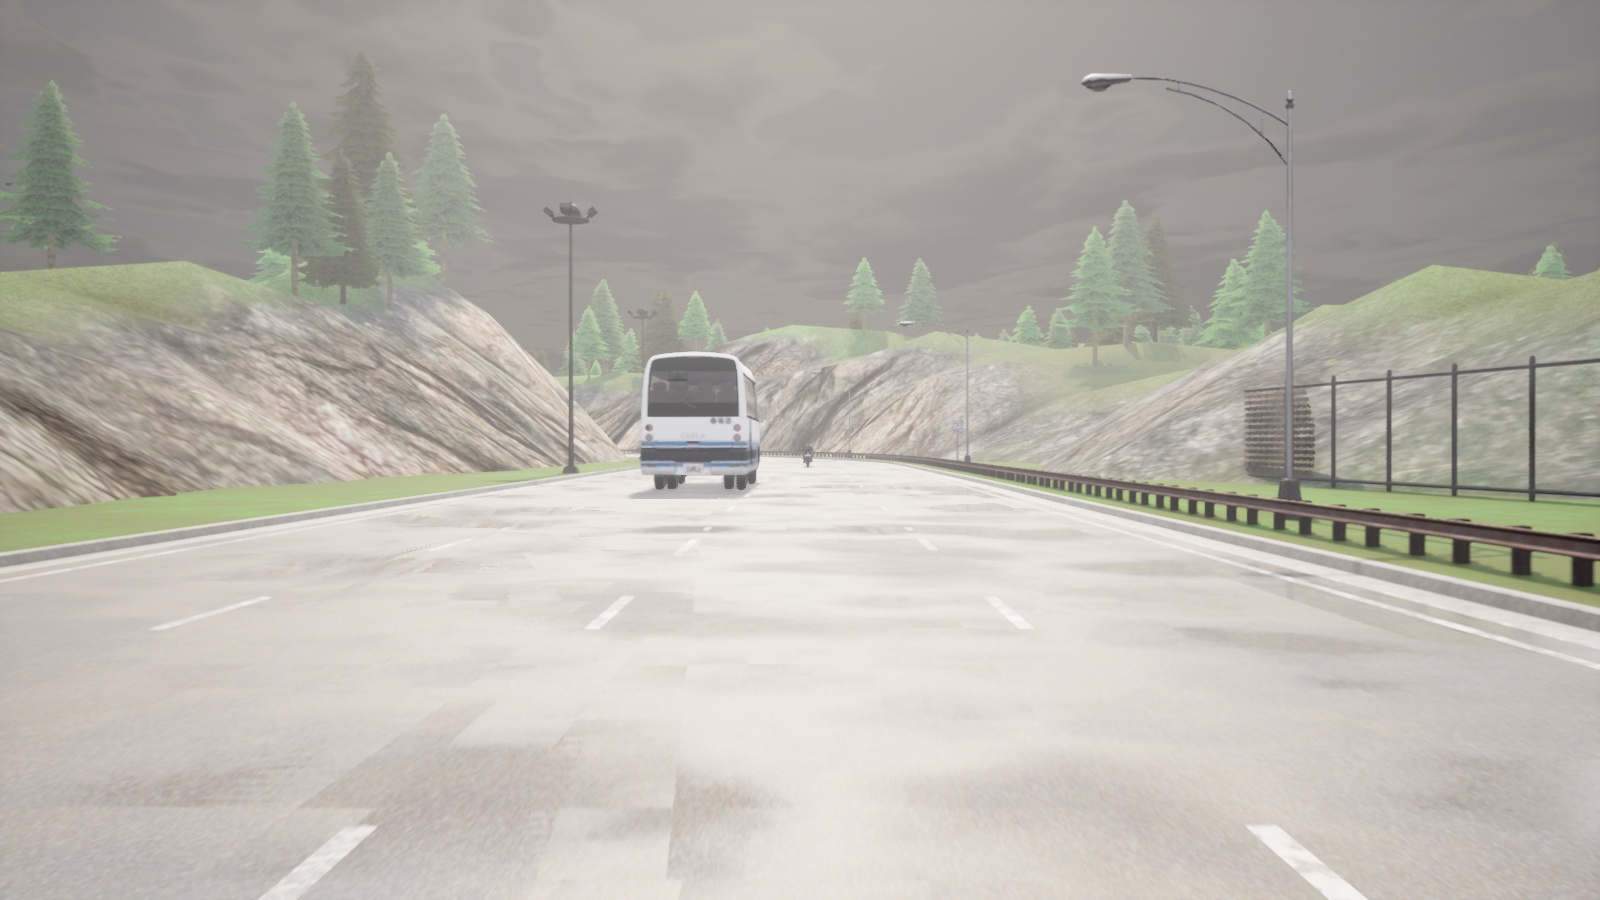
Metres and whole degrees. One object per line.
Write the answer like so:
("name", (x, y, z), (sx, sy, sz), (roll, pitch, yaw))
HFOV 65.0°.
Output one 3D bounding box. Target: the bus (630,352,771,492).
("bus", (-3.158, -0.877, 43.442), (3.944, 4.253, 10.273), (0, 0, 1))
